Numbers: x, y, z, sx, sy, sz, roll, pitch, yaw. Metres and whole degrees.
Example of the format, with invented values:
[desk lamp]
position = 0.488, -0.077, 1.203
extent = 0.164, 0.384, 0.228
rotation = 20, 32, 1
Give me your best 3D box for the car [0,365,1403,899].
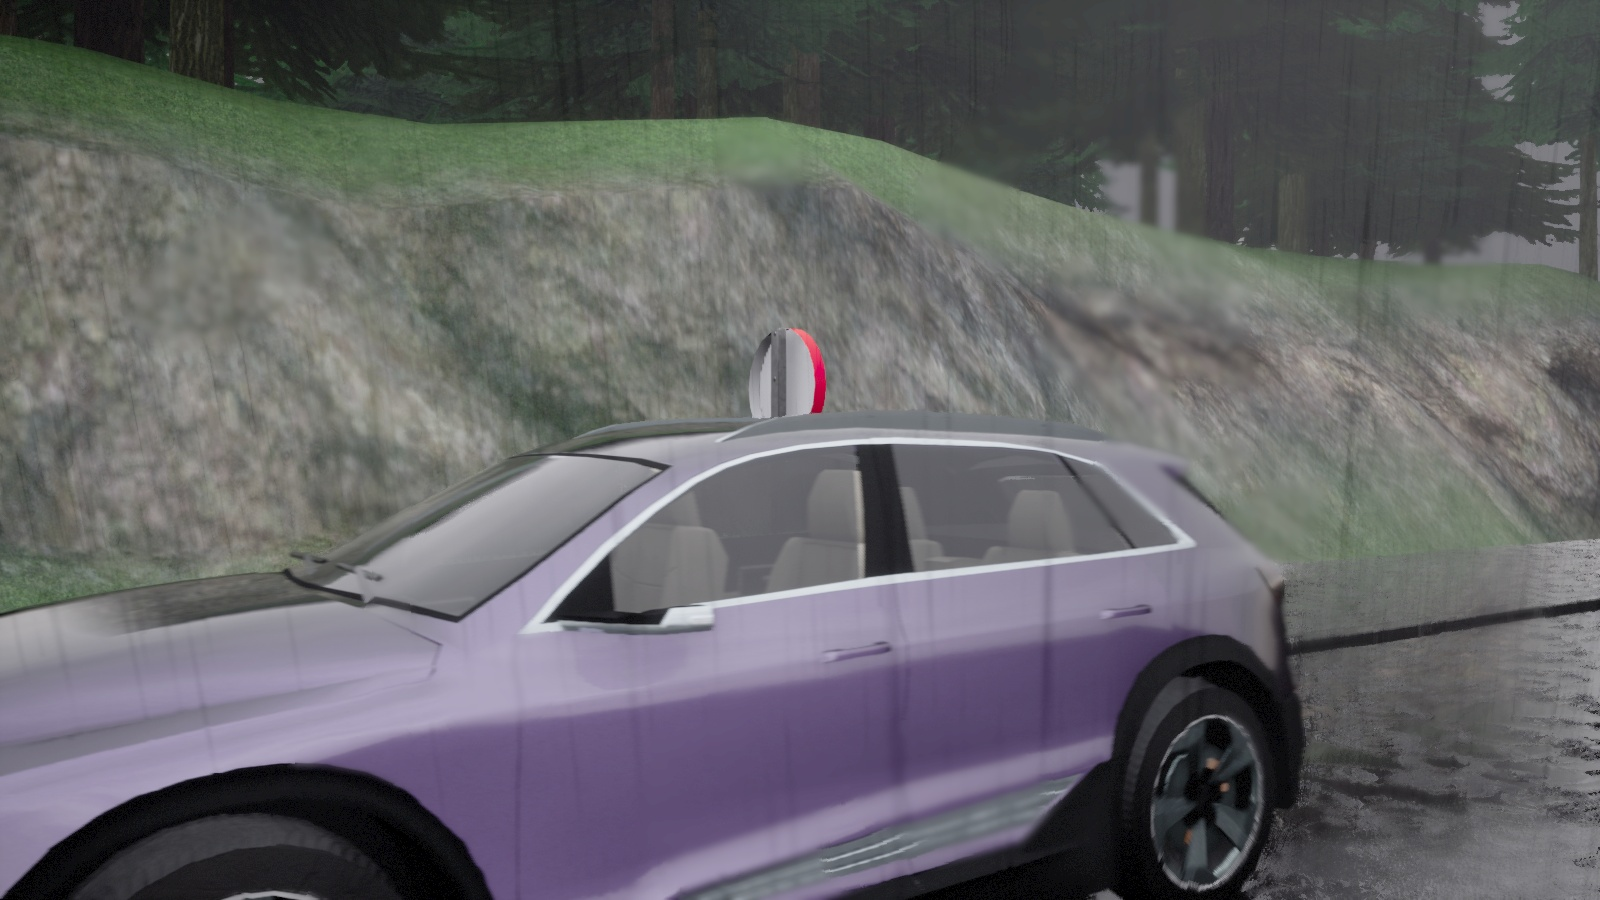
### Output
[car]
position = -0.386, 0.686, 4.005
extent = 4.856, 1.649, 2.033
rotation = 0, 0, -35
